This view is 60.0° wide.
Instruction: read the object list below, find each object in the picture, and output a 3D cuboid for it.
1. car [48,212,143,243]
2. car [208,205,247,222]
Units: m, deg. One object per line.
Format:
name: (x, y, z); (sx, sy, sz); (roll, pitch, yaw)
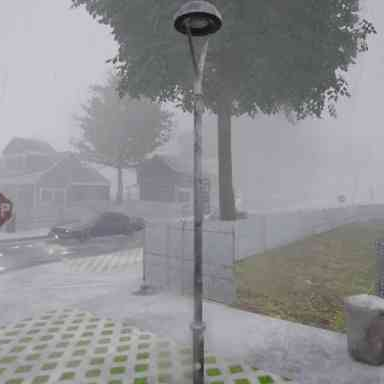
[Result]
car: (-4.943, 1.790, 18.146); (2.033, 1.411, 5.357); (0, 0, 36)
car: (3.282, 1.886, 29.420); (1.812, 1.442, 4.674); (0, 0, 36)
